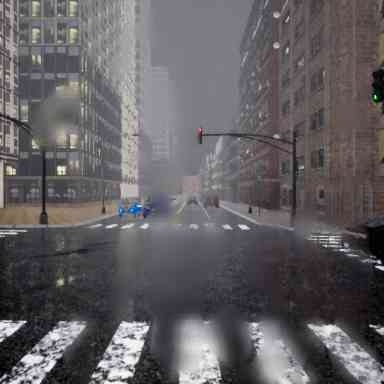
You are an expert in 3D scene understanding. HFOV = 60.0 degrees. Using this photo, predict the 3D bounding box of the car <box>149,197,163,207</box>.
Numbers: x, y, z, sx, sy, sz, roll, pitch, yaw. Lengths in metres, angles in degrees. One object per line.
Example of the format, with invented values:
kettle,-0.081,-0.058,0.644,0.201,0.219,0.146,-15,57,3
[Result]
car,-5.641,1.543,52.618,1.752,1.417,4.829,0,0,0

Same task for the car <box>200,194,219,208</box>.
car,2.734,1.329,47.231,2.192,1.841,5.009,0,0,0

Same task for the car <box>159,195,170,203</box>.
car,-5.625,1.469,69.440,1.967,1.590,4.097,0,0,0

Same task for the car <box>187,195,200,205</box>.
car,0.061,1.623,60.104,1.895,1.301,4.718,0,0,0

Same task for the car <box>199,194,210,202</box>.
car,2.760,1.348,74.985,2.192,1.841,5.009,0,0,0

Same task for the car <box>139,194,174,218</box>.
car,-3.079,1.227,30.254,2.150,2.045,5.566,0,0,0

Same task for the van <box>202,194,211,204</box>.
van,2.750,1.366,63.883,1.690,1.788,3.998,0,0,0

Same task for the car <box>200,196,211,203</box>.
car,2.756,1.580,69.433,2.008,1.369,4.403,0,0,0

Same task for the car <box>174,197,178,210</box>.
car,-3.059,1.611,39.963,1.895,1.301,4.718,0,0,0

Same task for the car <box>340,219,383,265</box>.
car,7.756,1.672,11.519,4.902,1.511,2.128,1,0,0

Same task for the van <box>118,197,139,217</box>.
van,-5.661,1.347,30.584,1.690,1.788,3.998,0,0,0

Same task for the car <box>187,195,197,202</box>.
car,0.069,1.419,70.080,2.033,1.411,5.357,0,0,0

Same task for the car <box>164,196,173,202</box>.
car,-5.614,1.589,80.543,2.008,1.369,4.403,0,0,0
